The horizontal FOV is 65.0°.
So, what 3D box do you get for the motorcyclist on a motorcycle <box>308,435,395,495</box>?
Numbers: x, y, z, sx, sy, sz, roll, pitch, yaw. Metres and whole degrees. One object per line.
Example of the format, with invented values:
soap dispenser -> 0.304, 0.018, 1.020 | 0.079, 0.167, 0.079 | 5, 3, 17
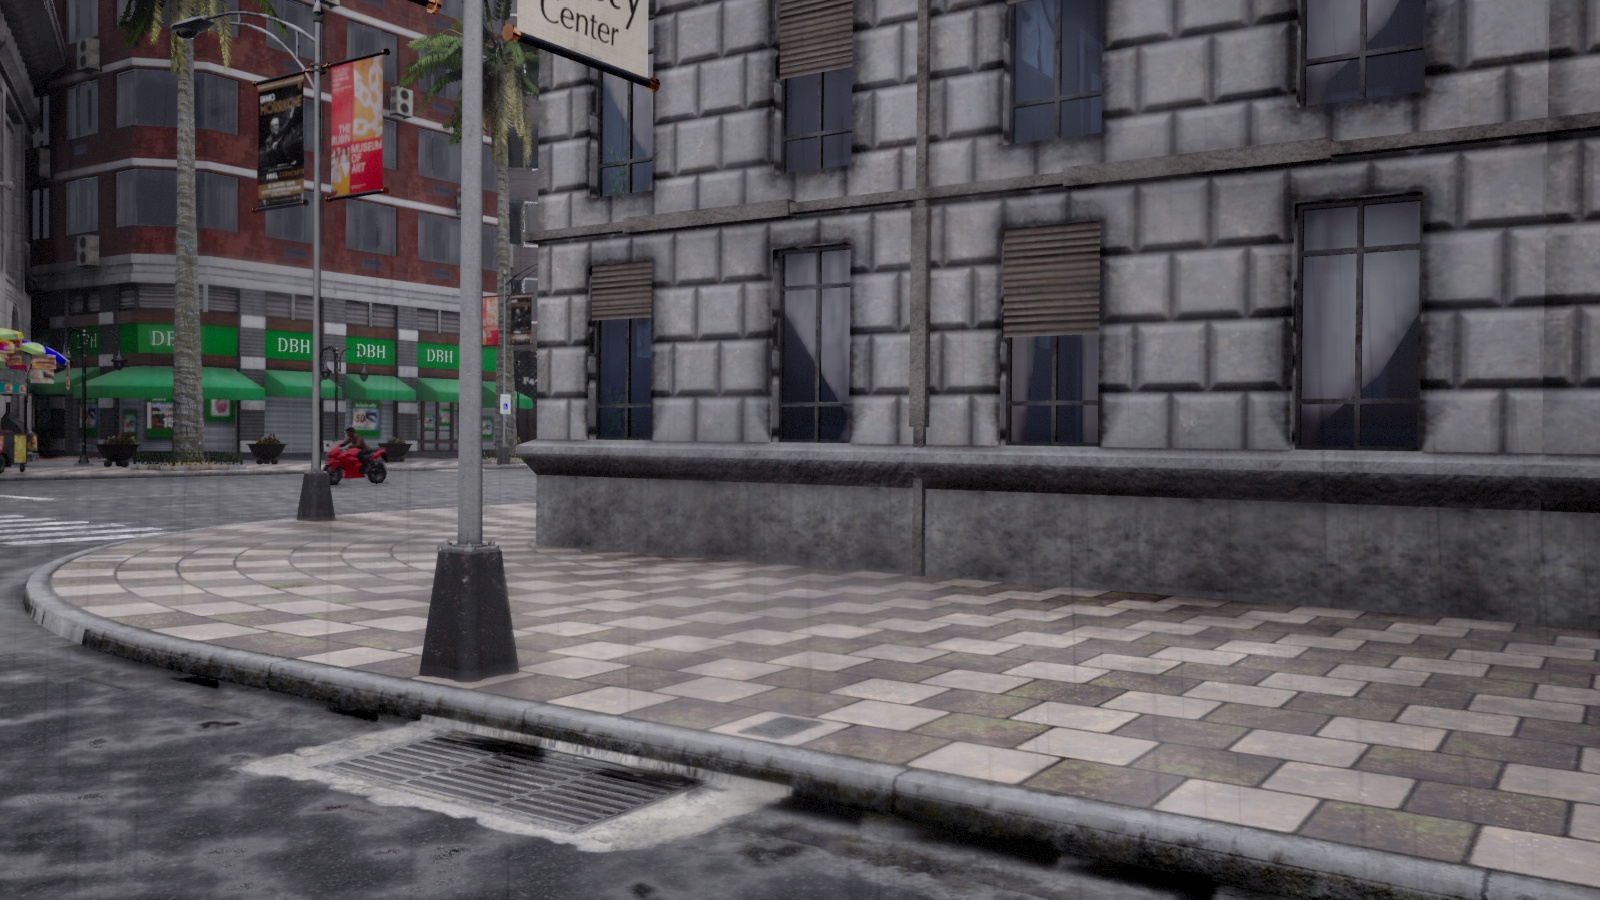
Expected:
motorcyclist on a motorcycle -> -11.732, 0.370, 32.900 | 0.797, 1.523, 2.044 | 0, 1, 34
